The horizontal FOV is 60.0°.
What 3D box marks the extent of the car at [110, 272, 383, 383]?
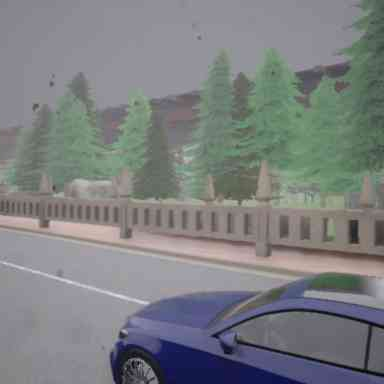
[{"bbox_3d":[1.267,1.530,3.090,4.674,1.442,1.812,-1,0,36],"label":"car"}]
